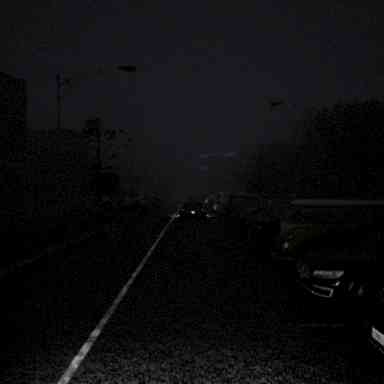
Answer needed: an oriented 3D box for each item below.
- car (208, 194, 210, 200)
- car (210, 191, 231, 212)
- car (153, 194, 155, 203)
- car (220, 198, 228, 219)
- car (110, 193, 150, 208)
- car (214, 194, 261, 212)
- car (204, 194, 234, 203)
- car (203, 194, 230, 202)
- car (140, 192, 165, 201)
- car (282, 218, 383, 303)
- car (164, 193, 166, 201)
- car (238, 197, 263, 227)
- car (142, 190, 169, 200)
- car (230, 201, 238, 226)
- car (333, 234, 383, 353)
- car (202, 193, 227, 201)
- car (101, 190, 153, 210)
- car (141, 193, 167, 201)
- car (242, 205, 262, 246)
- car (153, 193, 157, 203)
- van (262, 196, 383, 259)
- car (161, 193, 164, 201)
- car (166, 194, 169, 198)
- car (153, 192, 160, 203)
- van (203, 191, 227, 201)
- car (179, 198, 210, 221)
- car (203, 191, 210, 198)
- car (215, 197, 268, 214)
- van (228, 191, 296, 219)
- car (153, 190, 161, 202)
[{"bbox_3d":[4.584,1.257,37.490,4.792,1.488,2.163,0,0,0],"label":"car"},{"bbox_3d":[4.650,1.032,29.107,5.566,2.045,2.435,0,0,0],"label":"car"},{"bbox_3d":[-7.719,1.221,44.278,4.674,1.452,2.002,0,0,0],"label":"car"},{"bbox_3d":[4.656,1.351,23.522,4.792,1.488,2.163,0,0,0],"label":"car"},{"bbox_3d":[-7.688,1.075,41.339,4.553,1.767,2.185,0,0,0],"label":"car"},{"bbox_3d":[4.649,1.120,34.693,4.553,1.767,2.185,0,0,0],"label":"car"},{"bbox_3d":[4.590,1.096,57.168,4.892,1.521,2.231,0,0,0],"label":"car"},{"bbox_3d":[4.597,1.059,62.628,4.892,1.521,2.231,0,1,0],"label":"car"},{"bbox_3d":[-7.710,0.911,64.973,4.553,1.767,2.185,0,1,0],"label":"car"},{"bbox_3d":[4.649,1.435,6.759,4.892,1.521,2.231,0,0,0],"label":"car"},{"bbox_3d":[-7.921,1.078,59.093,5.366,1.575,1.946,0,0,0],"label":"car"},{"bbox_3d":[4.666,1.252,15.140,4.553,1.767,2.185,0,0,0],"label":"car"},{"bbox_3d":[-7.718,0.677,70.743,5.566,2.045,2.435,0,1,0],"label":"car"},{"bbox_3d":[4.630,1.399,17.933,4.674,1.452,2.002,0,0,0],"label":"car"},{"bbox_3d":[4.640,1.454,3.965,4.892,1.521,2.231,0,0,0],"label":"car"},{"bbox_3d":[4.580,0.988,68.230,4.892,1.521,2.231,0,2,0],"label":"car"},{"bbox_3d":[-7.745,0.968,38.525,5.566,2.045,2.435,0,0,0],"label":"car"},{"bbox_3d":[-7.749,0.995,67.804,5.008,1.535,2.097,0,1,0],"label":"car"},{"bbox_3d":[4.633,1.395,12.471,5.008,1.535,2.097,0,0,0],"label":"car"},{"bbox_3d":[-7.722,1.200,47.341,4.674,1.452,2.002,0,0,0],"label":"car"},{"bbox_3d":[4.524,1.189,9.551,4.442,1.987,1.878,0,0,0],"label":"van"},{"bbox_3d":[-7.739,1.103,56.030,4.892,1.521,2.231,0,0,0],"label":"car"},{"bbox_3d":[-7.553,1.058,62.033,5.366,1.575,1.946,0,0,0],"label":"car"},{"bbox_3d":[-7.756,1.170,50.279,4.792,1.488,2.163,0,0,0],"label":"car"},{"bbox_3d":[4.472,0.808,65.419,4.442,1.987,1.878,0,1,0],"label":"van"},{"bbox_3d":[0.075,1.392,25.405,1.994,1.385,4.181,0,0,0],"label":"car"},{"bbox_3d":[4.576,0.901,48.660,5.566,2.045,2.435,0,0,0],"label":"car"},{"bbox_3d":[4.649,1.294,31.901,4.792,1.488,2.163,0,0,0],"label":"car"},{"bbox_3d":[4.747,1.114,20.725,4.442,1.987,1.878,0,0,0],"label":"van"},{"bbox_3d":[-7.761,0.995,53.216,4.553,1.767,2.185,0,0,0],"label":"car"}]
